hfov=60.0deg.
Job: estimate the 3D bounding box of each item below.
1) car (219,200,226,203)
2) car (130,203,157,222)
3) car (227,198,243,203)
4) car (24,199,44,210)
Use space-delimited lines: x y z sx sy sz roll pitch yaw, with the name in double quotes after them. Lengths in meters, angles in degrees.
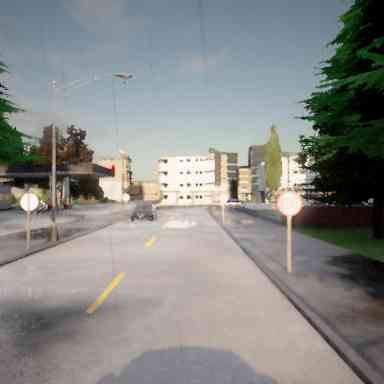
8.324 2.170 83.126 3.633 1.501 1.845 0 -1 11 "car"
-4.111 1.766 28.870 1.837 1.490 4.892 0 -1 0 "car"
11.095 2.253 82.736 1.853 1.218 4.536 0 -1 30 "car"
-23.925 1.863 50.171 1.845 1.501 3.633 0 -1 0 "car"
